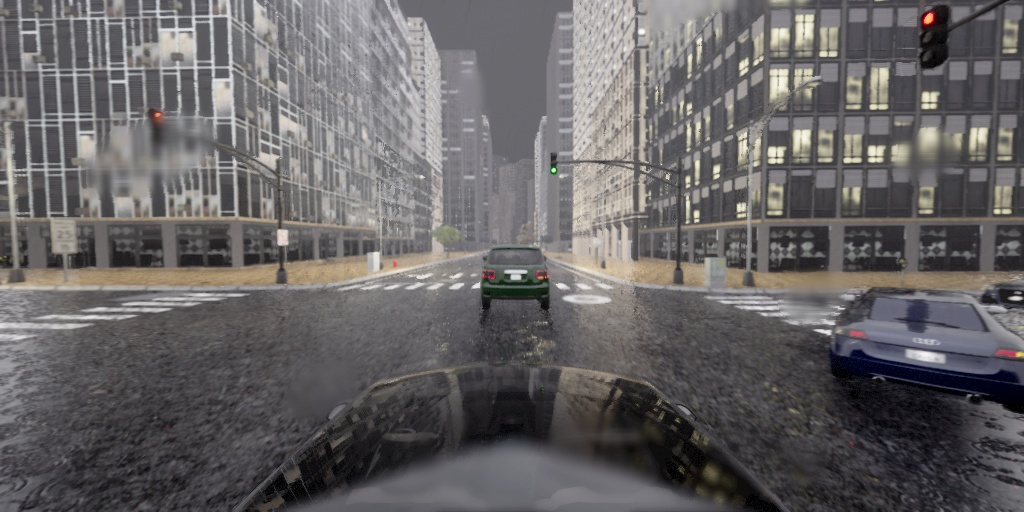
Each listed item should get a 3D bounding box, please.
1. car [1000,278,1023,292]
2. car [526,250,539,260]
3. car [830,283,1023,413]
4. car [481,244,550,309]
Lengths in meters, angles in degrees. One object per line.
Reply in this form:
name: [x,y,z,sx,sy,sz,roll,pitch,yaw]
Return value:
car: [16.867,1.070,10.552,4.181,1.385,1.994,0,2,1]
car: [3.221,-0.219,56.470,1.837,1.490,4.892,0,1,0]
car: [6.840,1.229,6.072,4.181,1.385,1.994,-2,3,-44]
car: [0.104,0.588,12.956,2.150,2.045,5.566,0,2,0]
